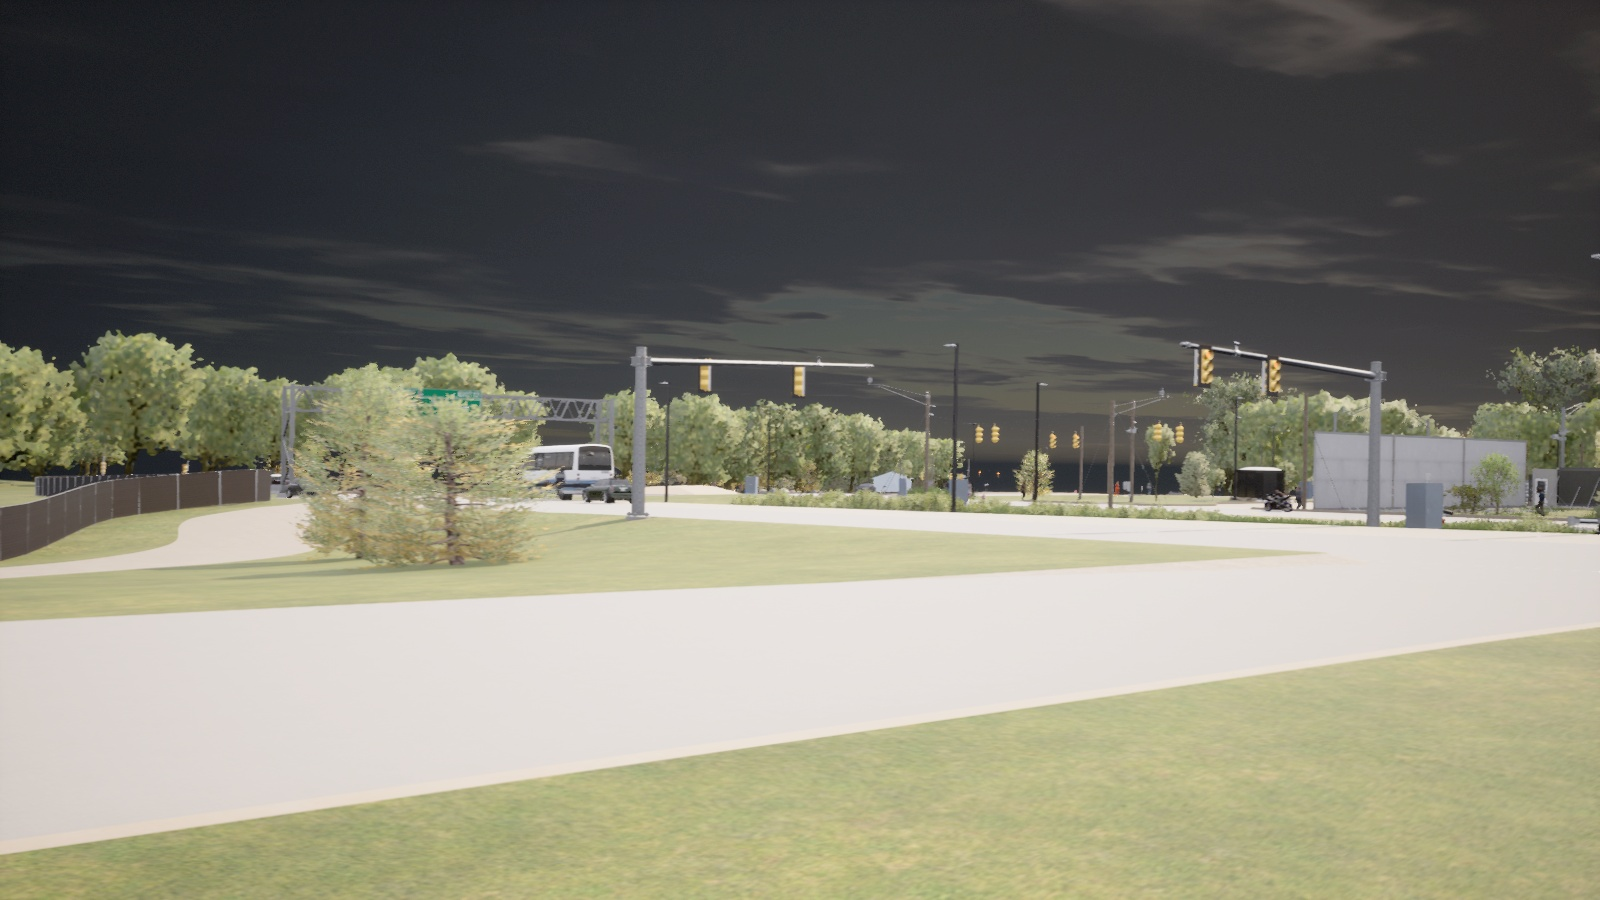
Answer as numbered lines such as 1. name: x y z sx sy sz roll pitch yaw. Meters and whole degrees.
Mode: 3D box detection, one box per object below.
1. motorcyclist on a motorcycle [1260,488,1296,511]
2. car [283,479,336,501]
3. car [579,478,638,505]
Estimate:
1. motorcyclist on a motorcycle: 32.467 3.343 85.297 0.866 1.530 2.191 1 -1 -34
2. car: -35.302 2.890 90.248 1.837 1.490 4.892 1 -2 -43
3. car: -12.800 2.729 83.812 2.097 1.767 4.553 1 -2 -34
